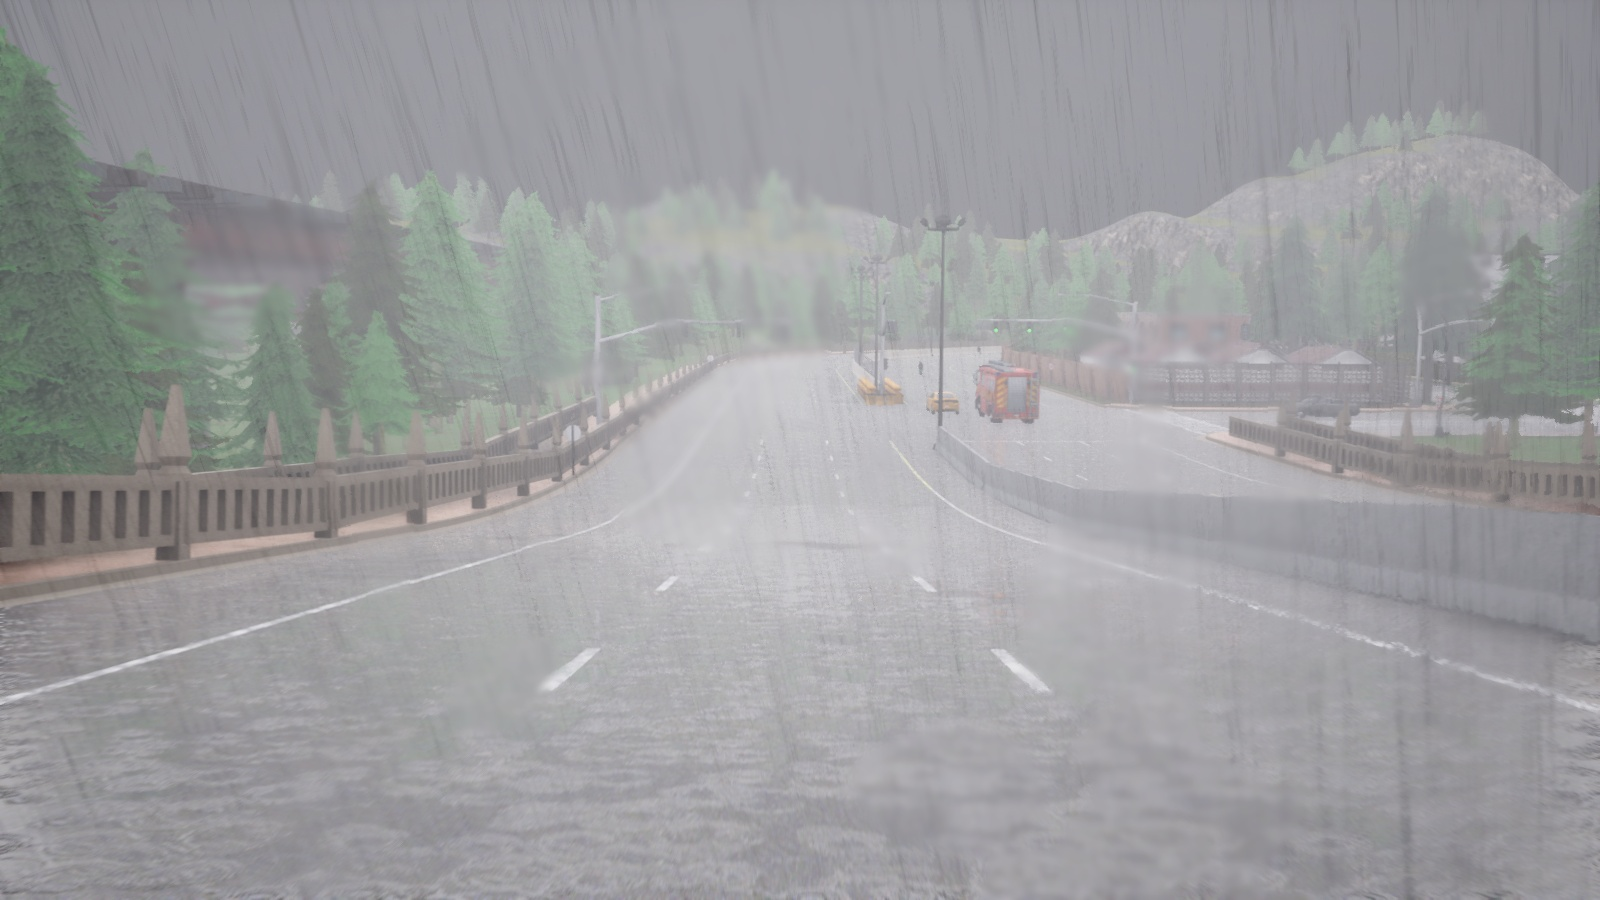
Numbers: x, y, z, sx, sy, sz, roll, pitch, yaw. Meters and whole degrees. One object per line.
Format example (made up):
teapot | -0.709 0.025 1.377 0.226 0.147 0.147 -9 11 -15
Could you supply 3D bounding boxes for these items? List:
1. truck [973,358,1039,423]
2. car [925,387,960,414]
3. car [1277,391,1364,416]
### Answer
truck | 13.584 -4.059 83.417 2.891 3.827 8.468 0 6 0
car | 10.043 -3.501 88.866 1.882 1.535 5.008 0 7 0
car | 34.909 -3.103 84.252 4.902 1.511 2.128 0 6 1
